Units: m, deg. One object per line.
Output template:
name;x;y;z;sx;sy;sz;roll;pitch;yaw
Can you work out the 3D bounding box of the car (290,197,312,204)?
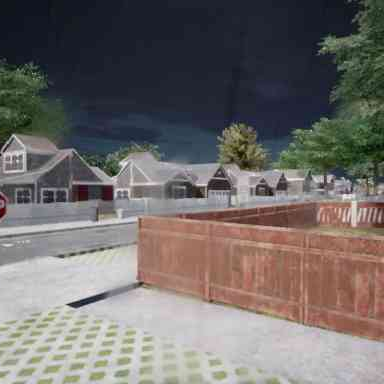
car;15.137;1.435;46.052;1.994;1.385;4.181;0;0;36
